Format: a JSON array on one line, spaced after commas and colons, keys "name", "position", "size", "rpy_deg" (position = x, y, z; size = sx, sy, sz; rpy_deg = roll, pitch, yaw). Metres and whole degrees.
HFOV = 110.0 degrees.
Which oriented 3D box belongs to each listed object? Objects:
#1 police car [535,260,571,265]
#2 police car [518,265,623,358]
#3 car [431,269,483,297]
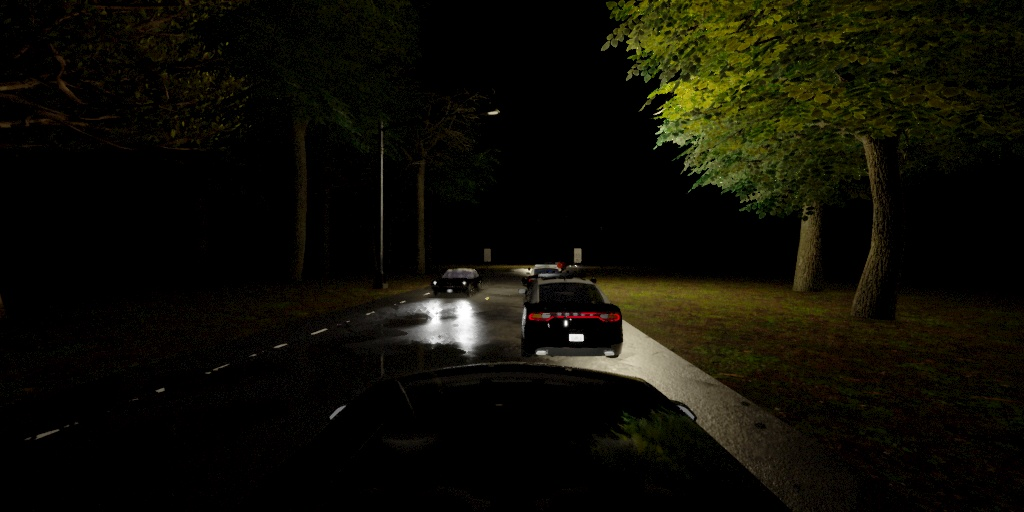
[{"name": "police car", "position": [1.751, 1.204, 18.500], "size": [1.930, 1.638, 5.238], "rpy_deg": [0, 0, 5]}, {"name": "police car", "position": [1.179, 1.180, 8.641], "size": [1.930, 1.638, 5.238], "rpy_deg": [0, 0, 2]}, {"name": "car", "position": [-2.826, 1.376, 19.371], "size": [1.895, 1.301, 4.718], "rpy_deg": [0, 0, 5]}]
